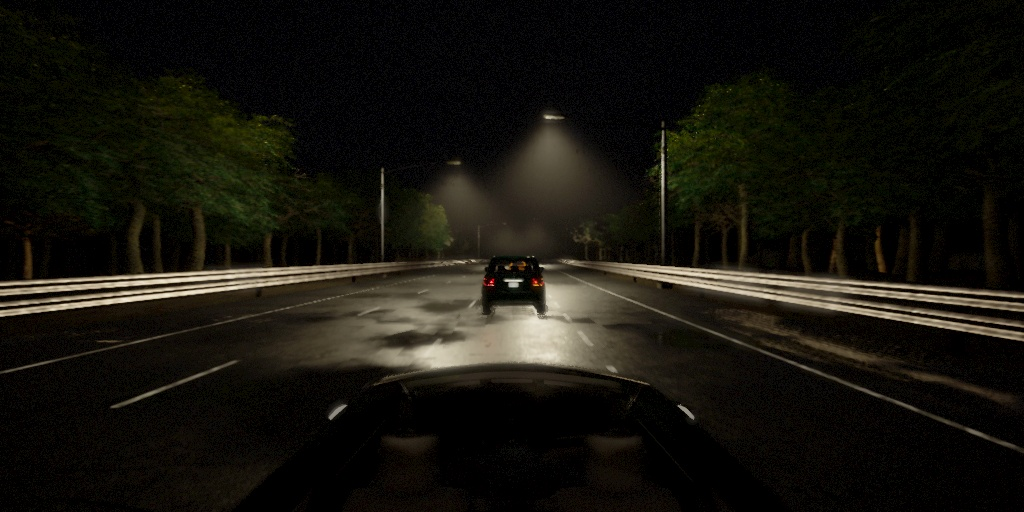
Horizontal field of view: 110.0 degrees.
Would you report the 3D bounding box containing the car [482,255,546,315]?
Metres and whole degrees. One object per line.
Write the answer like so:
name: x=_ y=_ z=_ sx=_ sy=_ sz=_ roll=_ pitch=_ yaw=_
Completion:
car: x=0.085 y=1.004 z=13.884 sx=2.150 sy=2.045 sz=5.566 roll=0 pitch=0 yaw=1
